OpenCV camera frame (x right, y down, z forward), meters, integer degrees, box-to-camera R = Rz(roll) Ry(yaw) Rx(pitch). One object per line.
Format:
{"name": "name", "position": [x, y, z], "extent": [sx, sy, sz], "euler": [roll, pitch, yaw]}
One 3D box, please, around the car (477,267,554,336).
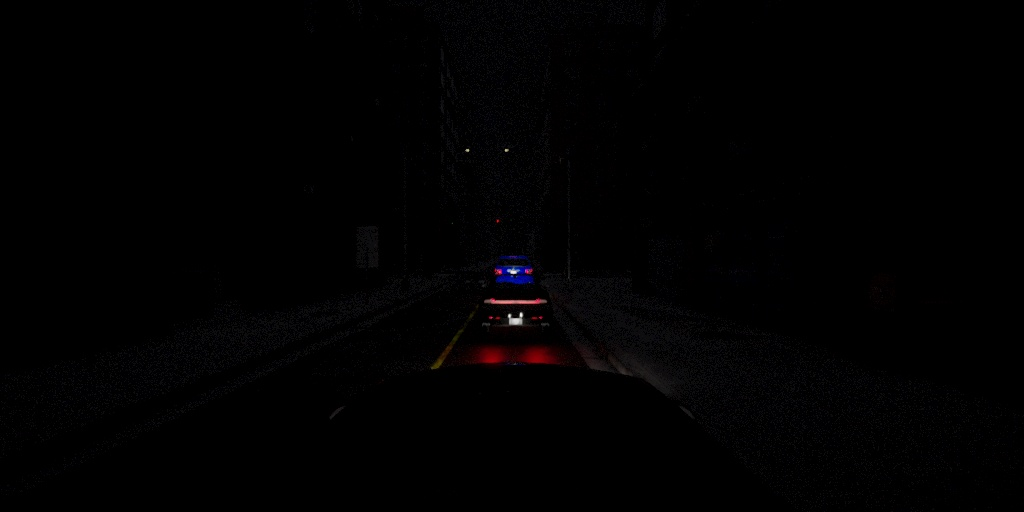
{"name": "car", "position": [0.098, 1.238, 10.381], "extent": [2.128, 1.511, 4.902], "euler": [0, 0, 0]}

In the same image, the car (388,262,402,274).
{"name": "car", "position": [-14.661, 1.277, 40.352], "extent": [4.313, 1.339, 1.948], "euler": [0, 0, 0]}

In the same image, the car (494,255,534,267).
{"name": "car", "position": [0.102, 0.965, 20.693], "extent": [2.150, 2.045, 5.566], "euler": [0, 0, 1]}
